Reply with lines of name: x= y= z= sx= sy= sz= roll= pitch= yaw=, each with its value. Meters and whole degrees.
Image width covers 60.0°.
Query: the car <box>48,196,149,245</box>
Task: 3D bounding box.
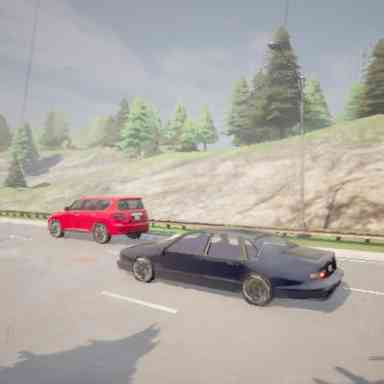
car: x=-4.524 y=1.214 z=15.818 sx=5.566 sy=2.045 sz=2.150 roll=0 pitch=0 yaw=35

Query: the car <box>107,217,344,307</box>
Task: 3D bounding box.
car: x=0.649 y=1.542 z=7.955 sx=5.357 sy=1.411 sz=2.033 roll=0 pitch=0 yaw=34
